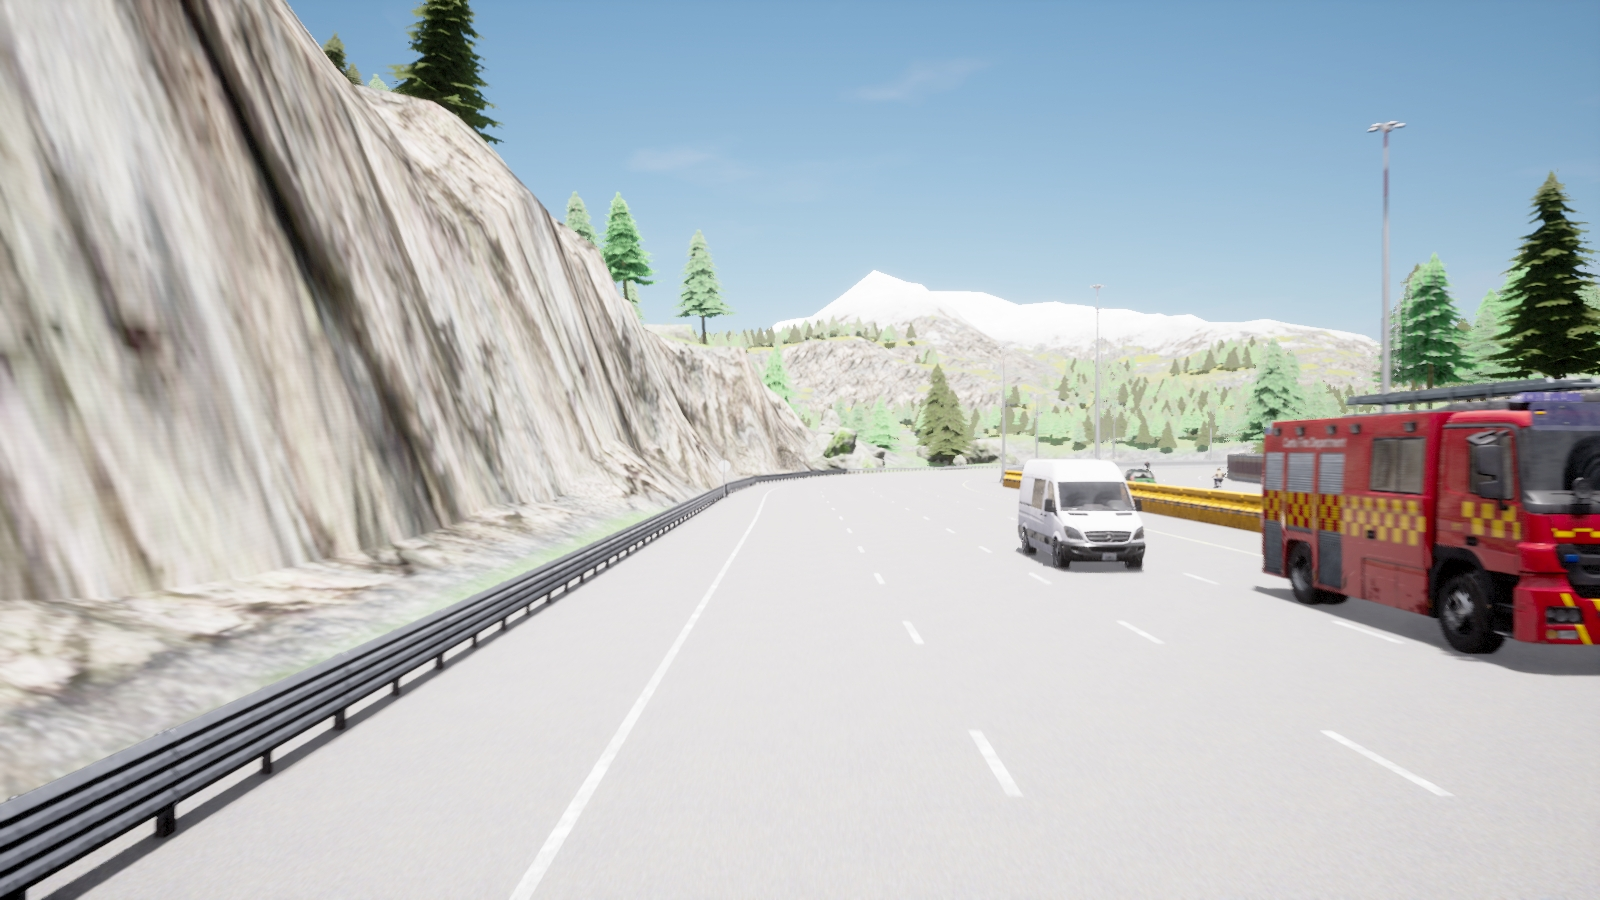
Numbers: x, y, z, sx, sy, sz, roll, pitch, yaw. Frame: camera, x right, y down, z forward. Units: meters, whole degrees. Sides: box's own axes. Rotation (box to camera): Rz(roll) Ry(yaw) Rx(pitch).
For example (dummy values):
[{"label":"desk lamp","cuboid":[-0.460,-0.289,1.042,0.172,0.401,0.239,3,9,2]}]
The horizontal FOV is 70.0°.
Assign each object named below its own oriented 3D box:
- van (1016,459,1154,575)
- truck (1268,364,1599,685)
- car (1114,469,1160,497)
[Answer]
[{"label":"van","cuboid":[6.979,1.534,28.686,1.988,2.561,5.915,0,0,0]},{"label":"truck","cuboid":[10.492,0.890,17.844,2.891,3.827,8.468,0,0,0]},{"label":"car","cuboid":[20.791,1.998,70.636,1.851,1.617,3.988,0,0,3]}]
